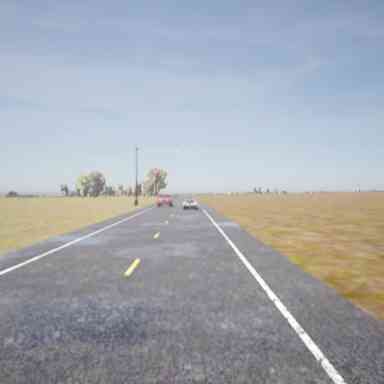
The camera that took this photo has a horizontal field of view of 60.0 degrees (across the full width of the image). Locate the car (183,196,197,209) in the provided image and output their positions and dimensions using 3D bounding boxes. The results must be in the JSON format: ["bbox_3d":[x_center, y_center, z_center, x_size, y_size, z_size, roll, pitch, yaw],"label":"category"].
[{"bbox_3d":[-0.267,1.603,44.449,1.895,1.301,4.718,0,0,-1],"label":"car"}]

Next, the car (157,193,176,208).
[{"bbox_3d":[-4.025,1.229,49.815,2.150,2.045,5.566,0,0,-1],"label":"car"}]

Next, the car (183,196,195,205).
[{"bbox_3d":[-0.617,1.510,62.580,2.128,1.511,4.902,0,0,-1],"label":"car"}]
